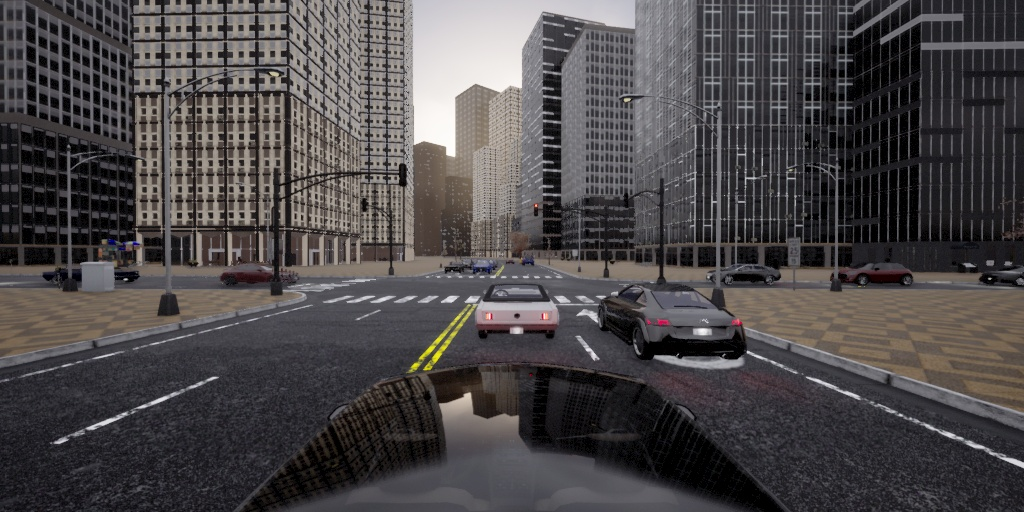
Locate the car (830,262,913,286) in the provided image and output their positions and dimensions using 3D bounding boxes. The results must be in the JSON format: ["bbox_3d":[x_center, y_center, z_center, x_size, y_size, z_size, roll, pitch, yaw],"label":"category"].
[{"bbox_3d":[25.932,1.205,26.004,4.553,1.767,2.097,0,0,1],"label":"car"}]

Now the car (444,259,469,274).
[{"bbox_3d":[-6.547,1.321,41.361,1.895,1.301,4.718,0,0,0],"label":"car"}]

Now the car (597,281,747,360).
[{"bbox_3d":[3.364,1.312,8.361,1.994,1.385,4.181,0,0,0],"label":"car"}]

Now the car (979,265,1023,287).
[{"bbox_3d":[36.823,1.407,25.755,4.892,1.490,1.837,1,0,1],"label":"car"}]

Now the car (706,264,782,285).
[{"bbox_3d":[16.849,1.302,26.211,4.902,1.511,2.128,0,0,1],"label":"car"}]

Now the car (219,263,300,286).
[{"bbox_3d":[-16.610,1.207,23.685,4.674,1.442,1.812,0,0,0],"label":"car"}]

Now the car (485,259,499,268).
[{"bbox_3d":[-3.271,1.231,60.410,2.033,1.411,5.357,0,0,0],"label":"car"}]

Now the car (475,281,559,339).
[{"bbox_3d":[0.111,1.348,10.078,1.895,1.301,4.718,0,0,0],"label":"car"}]

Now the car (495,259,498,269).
[{"bbox_3d":[-3.282,1.230,50.032,1.812,1.442,4.674,0,0,0],"label":"car"}]

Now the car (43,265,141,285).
[{"bbox_3d":[-27.881,1.230,23.907,4.718,1.301,1.895,0,0,1],"label":"car"}]

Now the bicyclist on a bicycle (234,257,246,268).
[{"bbox_3d":[-24.665,0.872,32.554,0.582,1.620,1.656,0,1,1],"label":"bicyclist on a bicycle"}]

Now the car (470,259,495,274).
[{"bbox_3d":[-3.296,1.199,40.688,1.882,1.535,5.008,0,0,0],"label":"car"}]
